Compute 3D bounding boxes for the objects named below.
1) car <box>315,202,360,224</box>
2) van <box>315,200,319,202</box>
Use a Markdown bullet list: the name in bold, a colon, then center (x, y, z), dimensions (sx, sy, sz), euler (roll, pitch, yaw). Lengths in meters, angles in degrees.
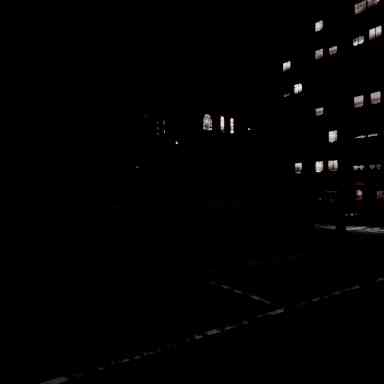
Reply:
- **car**: center (10.771, 1.789, 27.221), dimensions (2.033, 1.411, 5.357), euler (0, -1, -31)
- **van**: center (10.486, 1.646, 32.536), dimensions (1.690, 1.788, 3.998), euler (-1, 0, -36)
